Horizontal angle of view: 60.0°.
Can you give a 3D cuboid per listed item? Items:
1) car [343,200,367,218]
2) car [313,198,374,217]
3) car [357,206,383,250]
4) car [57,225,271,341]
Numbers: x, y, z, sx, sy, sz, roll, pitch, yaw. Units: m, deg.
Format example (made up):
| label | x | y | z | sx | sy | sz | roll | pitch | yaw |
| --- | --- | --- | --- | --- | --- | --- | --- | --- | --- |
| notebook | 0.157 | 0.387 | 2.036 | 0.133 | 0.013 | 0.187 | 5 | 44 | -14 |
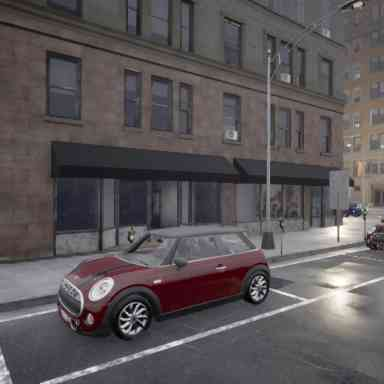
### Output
| label | x | y | z | sx | sy | sz | roll | pitch | yaw |
| --- | --- | --- | --- | --- | --- | --- | --- | --- | --- |
| car | 12.325 | 1.123 | 29.458 | 2.150 | 2.045 | 5.566 | 1 | 0 | -36 |
| car | 14.453 | 1.416 | 32.055 | 2.128 | 1.511 | 4.902 | 1 | 0 | -36 |
| car | 8.516 | 1.445 | 12.879 | 4.097 | 1.590 | 1.967 | 0 | 0 | -36 |
| car | -0.411 | 1.441 | 6.473 | 4.097 | 1.590 | 1.967 | 0 | 0 | -36 |
